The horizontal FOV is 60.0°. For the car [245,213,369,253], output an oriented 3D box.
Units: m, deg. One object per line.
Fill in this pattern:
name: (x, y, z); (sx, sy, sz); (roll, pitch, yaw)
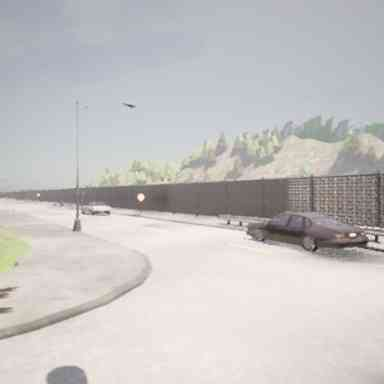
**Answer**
car: (4.532, 1.578, 14.046); (2.033, 1.411, 5.357); (0, 0, -28)

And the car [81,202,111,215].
car: (-10.389, 1.772, 35.789); (1.895, 1.301, 4.718); (0, 0, -34)
